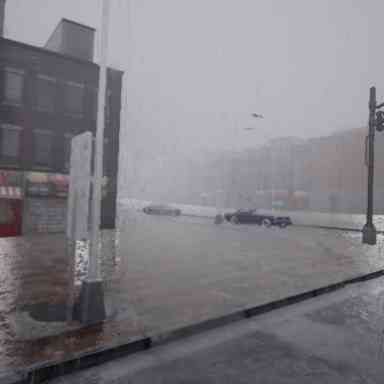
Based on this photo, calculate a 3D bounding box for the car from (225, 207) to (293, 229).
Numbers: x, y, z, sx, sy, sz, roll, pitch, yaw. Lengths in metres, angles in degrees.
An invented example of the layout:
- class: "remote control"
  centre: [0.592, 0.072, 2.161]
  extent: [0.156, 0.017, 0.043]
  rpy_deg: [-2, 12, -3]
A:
- class: "car"
  centre: [4.435, 1.725, 22.478]
  extent: [1.895, 1.301, 4.718]
  rpy_deg: [4, -3, -36]

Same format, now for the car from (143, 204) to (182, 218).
- class: "car"
  centre: [-2.990, 1.821, 32.833]
  extent: [1.895, 1.301, 4.718]
  rpy_deg: [4, -2, -36]
